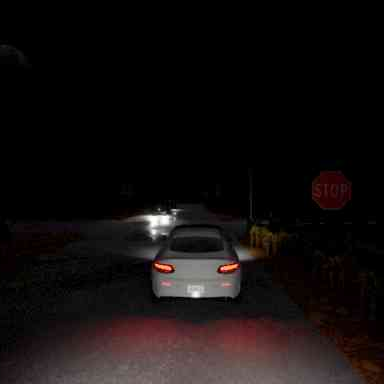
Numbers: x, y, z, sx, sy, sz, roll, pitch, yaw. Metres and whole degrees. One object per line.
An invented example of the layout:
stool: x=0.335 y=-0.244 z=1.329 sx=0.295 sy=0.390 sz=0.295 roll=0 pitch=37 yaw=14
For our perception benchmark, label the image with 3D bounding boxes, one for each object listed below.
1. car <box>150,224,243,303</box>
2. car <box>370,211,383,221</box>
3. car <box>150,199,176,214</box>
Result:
car: x=0.133 y=1.507 z=8.055 sx=1.812 sy=1.442 sz=4.674 roll=0 pitch=0 yaw=2
car: x=14.598 y=1.558 z=22.183 sx=4.718 sy=1.301 sz=1.895 roll=1 pitch=0 yaw=0
car: x=-3.162 y=1.455 z=34.496 sx=2.128 sy=1.511 sz=4.902 roll=0 pitch=-1 yaw=0
